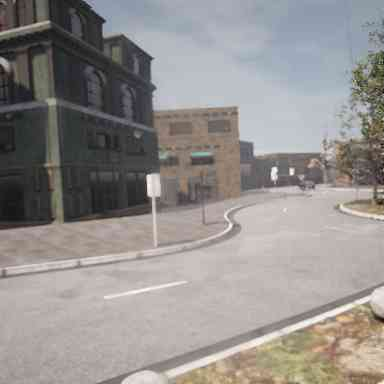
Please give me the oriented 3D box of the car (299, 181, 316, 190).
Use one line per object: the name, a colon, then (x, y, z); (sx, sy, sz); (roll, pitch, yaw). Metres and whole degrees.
car: (19.868, -1.177, 57.484); (2.128, 1.511, 4.902); (-3, 1, 4)
